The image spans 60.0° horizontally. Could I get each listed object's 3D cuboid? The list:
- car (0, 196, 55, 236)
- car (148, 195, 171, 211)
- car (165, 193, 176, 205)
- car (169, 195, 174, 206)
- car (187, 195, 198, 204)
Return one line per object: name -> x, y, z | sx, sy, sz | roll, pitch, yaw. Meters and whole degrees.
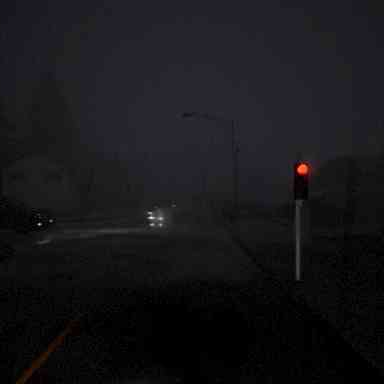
car -> -10.421, 1.221, 17.956 | 5.566, 2.045, 2.150 | 0, 0, -2
car -> -4.088, 1.491, 40.013 | 2.128, 1.511, 4.902 | 0, 0, 0
car -> -4.051, 1.221, 60.466 | 2.150, 2.045, 5.566 | 0, 0, 0
car -> -4.076, 1.525, 50.018 | 1.812, 1.442, 4.674 | 0, 0, 0
car -> 0.120, 1.352, 62.860 | 2.097, 1.767, 4.553 | 0, 0, 0
